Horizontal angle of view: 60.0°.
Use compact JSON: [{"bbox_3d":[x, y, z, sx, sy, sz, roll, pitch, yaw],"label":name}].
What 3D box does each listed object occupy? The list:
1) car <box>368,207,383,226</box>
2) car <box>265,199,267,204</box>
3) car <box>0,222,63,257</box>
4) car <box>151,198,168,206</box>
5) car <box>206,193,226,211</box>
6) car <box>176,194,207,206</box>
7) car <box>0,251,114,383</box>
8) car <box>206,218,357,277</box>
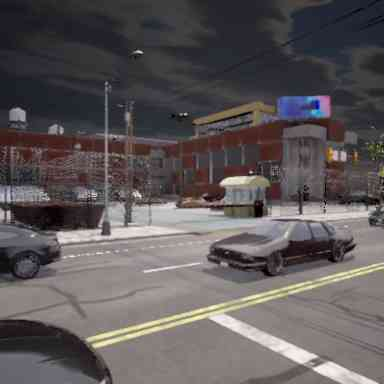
[{"bbox_3d":[13.764,1.521,22.363,4.674,1.442,1.812,0,0,-35],"label":"car"},{"bbox_3d":[11.305,1.411,57.368,4.674,1.452,2.002,0,0,-36],"label":"car"},{"bbox_3d":[-5.789,1.526,8.460,4.674,1.442,1.812,0,0,-35],"label":"car"},{"bbox_3d":[-6.343,1.569,52.889,4.718,1.301,1.895,0,0,-36],"label":"car"},{"bbox_3d":[4.386,1.249,38.310,4.553,1.767,2.185,0,0,-36],"label":"car"},{"bbox_3d":[-0.088,1.400,44.452,4.193,1.474,1.816,0,0,-36],"label":"car"},{"bbox_3d":[-2.834,1.492,1.724,4.902,1.511,2.128,0,0,-35],"label":"car"},{"bbox_3d":[3.034,1.546,10.450,5.357,1.411,2.033,0,0,-35],"label":"car"}]
